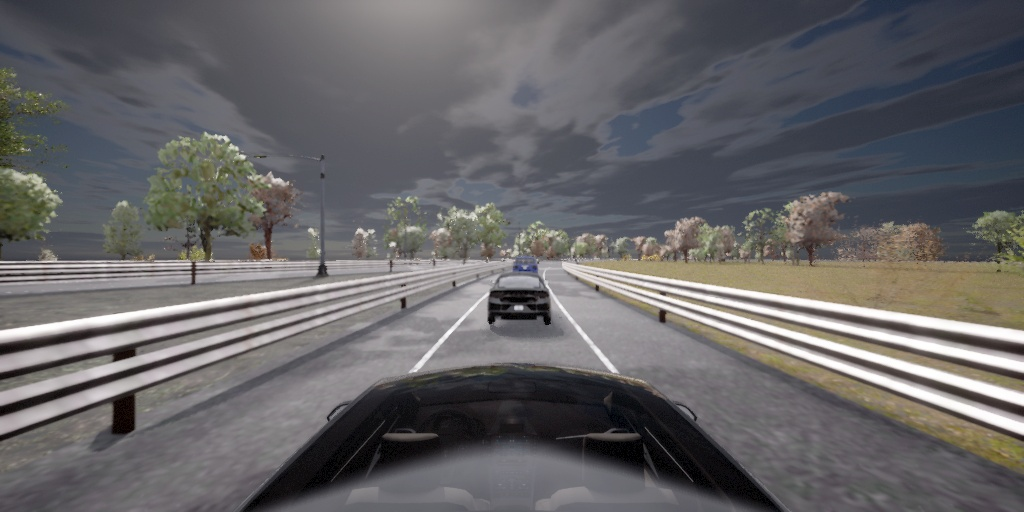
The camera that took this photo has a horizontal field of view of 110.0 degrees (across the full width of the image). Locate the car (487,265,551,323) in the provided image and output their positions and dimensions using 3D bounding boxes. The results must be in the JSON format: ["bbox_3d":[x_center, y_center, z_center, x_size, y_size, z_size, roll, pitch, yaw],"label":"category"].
[{"bbox_3d":[0.267,1.267,12.310,1.882,1.535,5.008,0,0,2],"label":"car"}]

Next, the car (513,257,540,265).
[{"bbox_3d":[1.289,1.087,32.571,2.150,2.045,5.566,0,0,4],"label":"car"}]
